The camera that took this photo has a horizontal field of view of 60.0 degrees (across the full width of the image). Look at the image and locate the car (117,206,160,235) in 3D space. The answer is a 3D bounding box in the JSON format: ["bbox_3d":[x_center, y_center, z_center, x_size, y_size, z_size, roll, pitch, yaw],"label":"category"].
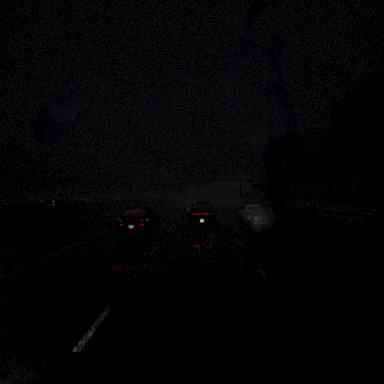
[{"bbox_3d":[-2.940,1.532,18.779,1.812,1.442,4.674,0,0,2],"label":"car"}]

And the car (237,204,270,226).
[{"bbox_3d":[4.202,1.543,23.166,1.812,1.442,4.674,0,0,2],"label":"car"}]

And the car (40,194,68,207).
[{"bbox_3d":[-19.441,1.334,47.516,2.150,2.045,5.566,0,-1,3],"label":"car"}]

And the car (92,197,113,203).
[{"bbox_3d":[-12.476,1.462,46.739,2.097,1.767,4.553,0,0,3],"label":"car"}]

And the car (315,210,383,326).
[{"bbox_3d":[3.730,1.224,4.936,2.150,2.045,5.566,0,0,1],"label":"car"}]

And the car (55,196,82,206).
[{"bbox_3d":[-16.095,1.657,44.609,1.994,1.385,4.181,0,0,3],"label":"car"}]

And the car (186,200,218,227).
[{"bbox_3d":[0.690,1.519,22.826,1.837,1.490,4.892,0,0,2],"label":"car"}]
